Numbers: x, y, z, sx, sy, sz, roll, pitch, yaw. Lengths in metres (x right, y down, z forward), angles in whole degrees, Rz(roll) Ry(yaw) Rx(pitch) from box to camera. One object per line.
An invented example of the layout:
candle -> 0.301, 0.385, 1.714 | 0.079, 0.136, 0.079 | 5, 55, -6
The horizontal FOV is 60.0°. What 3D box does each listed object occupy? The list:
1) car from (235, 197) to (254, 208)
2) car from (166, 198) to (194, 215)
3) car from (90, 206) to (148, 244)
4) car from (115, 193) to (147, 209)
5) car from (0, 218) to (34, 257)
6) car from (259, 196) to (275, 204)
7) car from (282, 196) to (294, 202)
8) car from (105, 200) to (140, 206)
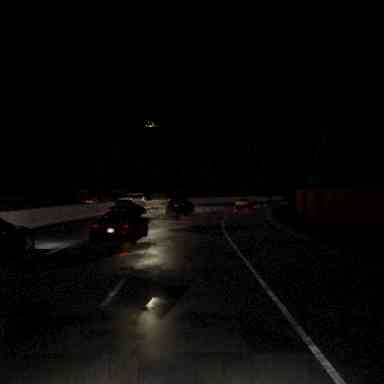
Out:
car -> 7.555, 1.468, 47.526 | 1.801, 1.575, 5.366 | 0, 0, 22
car -> -1.136, 1.361, 34.412 | 2.097, 1.767, 4.553 | 0, 0, 12
car -> -3.323, 1.568, 15.787 | 1.994, 1.385, 4.181 | 0, 0, 1
car -> -8.631, 1.233, 47.567 | 2.150, 2.045, 5.566 | 0, 0, 19
car -> -6.891, 1.507, 10.667 | 1.837, 1.490, 4.892 | 0, 0, 0
car -> 14.234, 1.543, 63.211 | 1.812, 1.442, 4.674 | 0, 0, 33
car -> 21.648, 1.475, 73.117 | 1.895, 1.301, 4.718 | 0, 0, 42
car -> -5.711, 1.555, 29.351 | 2.033, 1.411, 5.357 | 0, 0, 9
